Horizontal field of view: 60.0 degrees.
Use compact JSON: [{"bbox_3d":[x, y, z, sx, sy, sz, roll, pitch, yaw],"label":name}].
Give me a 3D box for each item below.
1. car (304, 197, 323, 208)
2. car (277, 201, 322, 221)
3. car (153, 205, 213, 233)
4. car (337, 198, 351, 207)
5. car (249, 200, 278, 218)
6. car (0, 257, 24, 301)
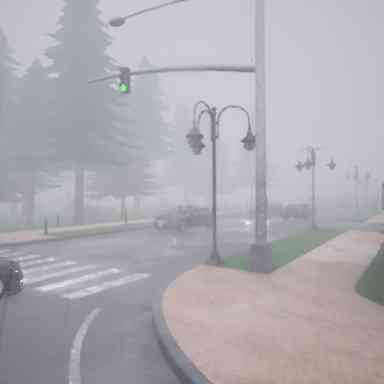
[{"bbox_3d":[16.660,1.442,45.991,2.097,1.767,4.553,0,0,30],"label":"car"},{"bbox_3d":[9.060,1.657,27.759,1.895,1.301,4.718,-1,0,34],"label":"car"},{"bbox_3d":[-0.344,1.569,20.259,2.128,1.511,4.902,-1,0,34],"label":"car"},{"bbox_3d":[24.405,1.679,53.461,1.895,1.301,4.718,0,0,23],"label":"car"},{"bbox_3d":[6.961,1.559,31.053,1.882,1.535,5.008,-1,0,34],"label":"car"},{"bbox_3d":[-5.564,1.642,5.874,1.837,1.490,4.892,0,-1,33],"label":"car"}]
